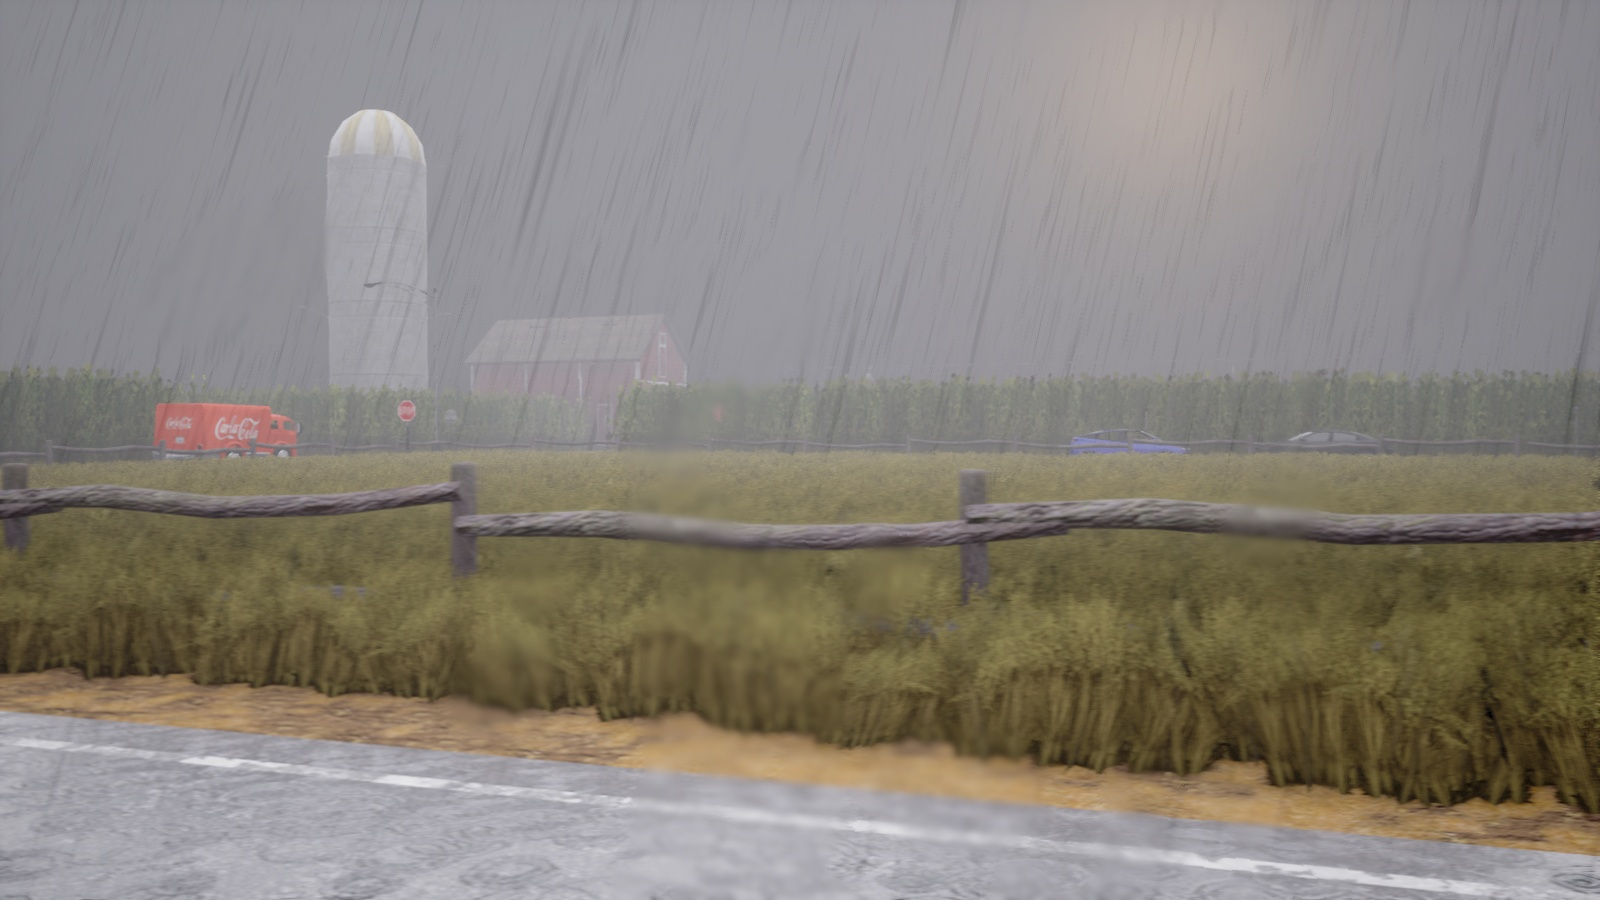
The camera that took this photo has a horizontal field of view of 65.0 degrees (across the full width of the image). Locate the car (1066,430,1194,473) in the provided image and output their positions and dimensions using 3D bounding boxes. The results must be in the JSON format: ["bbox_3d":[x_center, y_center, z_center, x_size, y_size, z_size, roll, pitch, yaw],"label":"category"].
[{"bbox_3d":[12.492,0.024,47.467,4.514,1.525,2.007,1,1,19],"label":"car"}]

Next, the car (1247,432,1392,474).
[{"bbox_3d":[19.840,0.095,48.193,5.008,1.535,1.882,1,1,19],"label":"car"}]

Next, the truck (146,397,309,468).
[{"bbox_3d":[-21.166,-0.588,46.710,2.627,2.467,5.204,1,-1,19],"label":"truck"}]
